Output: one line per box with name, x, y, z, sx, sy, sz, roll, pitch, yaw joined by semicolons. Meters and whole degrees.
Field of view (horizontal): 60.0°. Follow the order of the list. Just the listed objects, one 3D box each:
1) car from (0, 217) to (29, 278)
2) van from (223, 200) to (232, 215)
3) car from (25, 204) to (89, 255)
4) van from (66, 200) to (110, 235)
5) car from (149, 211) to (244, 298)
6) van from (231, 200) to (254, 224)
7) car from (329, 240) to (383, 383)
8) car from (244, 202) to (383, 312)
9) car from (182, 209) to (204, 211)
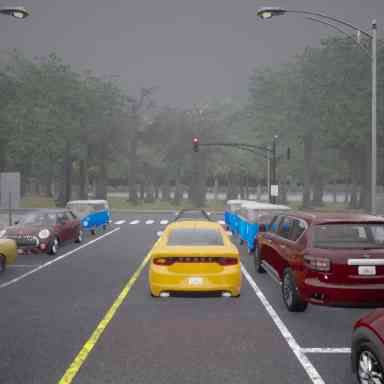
car;-5.772;1.525;7.444;1.752;1.417;4.829;0;0;0
van;2.739;1.343;18.499;1.690;1.788;3.998;0;0;0
car;-5.779;1.441;13.051;1.967;1.590;4.097;0;0;0
van;-5.786;1.342;18.489;1.690;1.788;3.998;0;0;0
car;0.076;1.478;8.578;1.882;1.535;5.008;0;0;0
van;2.746;1.342;13.061;1.690;1.788;3.998;0;0;0
car;2.759;1.440;2.186;1.967;1.590;4.097;0;0;0
car;2.753;1.315;7.624;2.192;1.841;5.009;0;0;0
car;0.039;1.565;17.500;1.994;1.385;4.181;0;0;0
